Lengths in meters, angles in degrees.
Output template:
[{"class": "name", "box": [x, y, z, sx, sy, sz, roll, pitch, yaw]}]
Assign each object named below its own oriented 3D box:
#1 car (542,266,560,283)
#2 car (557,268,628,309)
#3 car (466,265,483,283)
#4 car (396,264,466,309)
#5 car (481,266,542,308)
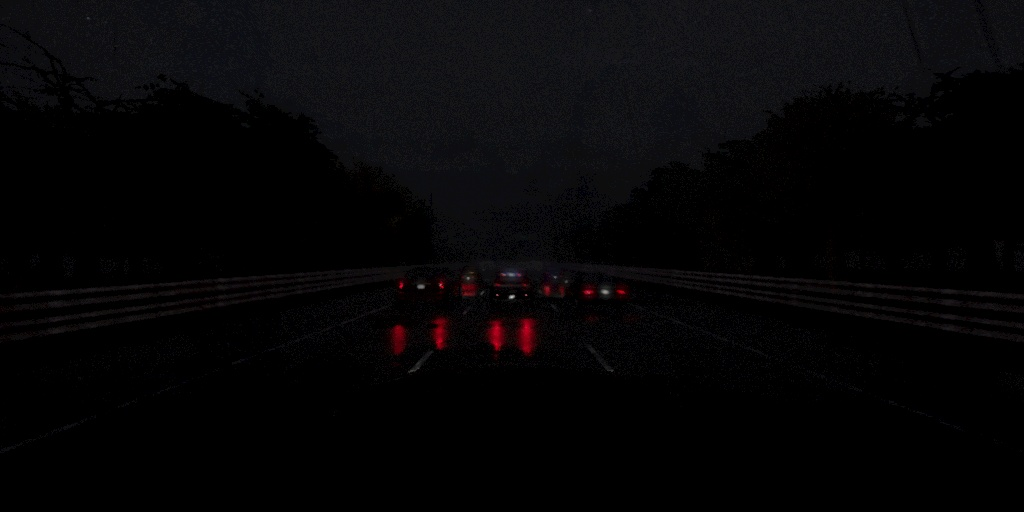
[{"class": "car", "box": [3.491, 1.555, 31.239, 1.812, 1.442, 4.674, 0, 0, 0]}, {"class": "car", "box": [3.494, 1.431, 15.842, 2.033, 1.411, 5.357, 0, -1, 0]}, {"class": "car", "box": [-3.510, 1.536, 31.147, 1.837, 1.490, 4.892, 0, 0, 0]}, {"class": "car", "box": [-3.504, 1.235, 15.928, 2.097, 1.767, 4.553, 0, -1, 0]}, {"class": "car", "box": [-0.003, 1.379, 16.144, 2.128, 1.511, 4.902, 0, 0, 0]}]
